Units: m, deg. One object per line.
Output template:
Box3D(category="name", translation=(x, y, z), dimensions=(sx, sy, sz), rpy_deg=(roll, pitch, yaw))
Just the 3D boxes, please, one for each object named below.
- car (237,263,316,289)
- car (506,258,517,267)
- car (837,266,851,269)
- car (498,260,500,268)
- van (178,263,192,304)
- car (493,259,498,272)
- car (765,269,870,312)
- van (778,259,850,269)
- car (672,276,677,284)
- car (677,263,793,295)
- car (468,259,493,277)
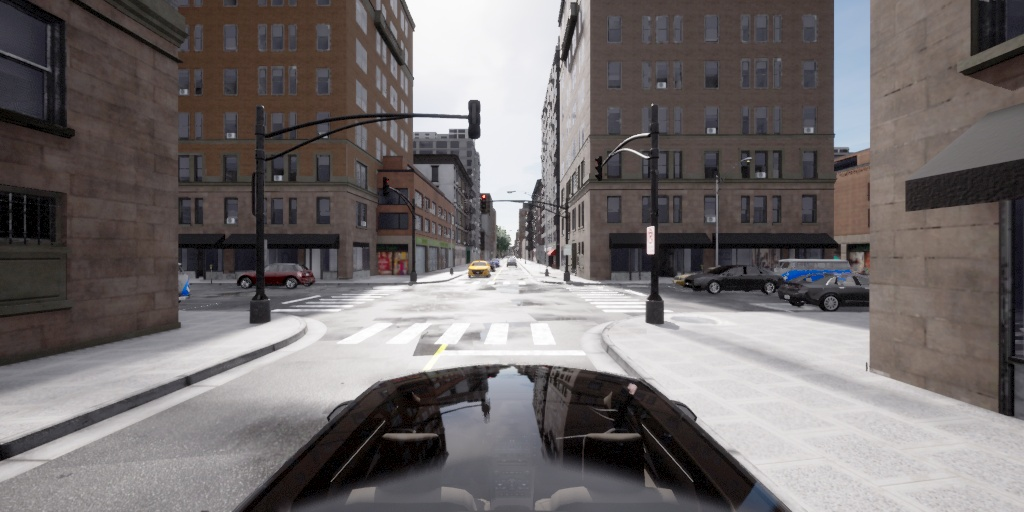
Box3D(category="car", translation=(-14.617, 1.172, 22.230), dimensions=(4.097, 1.591, 1.967), rpy_deg=(0, 0, 1))
Box3D(category="car", translation=(-0.044, 1.260, 63.714), dimensions=(2.033, 1.411, 5.357), rpy_deg=(0, 0, 0))
Box3D(category="car", translation=(17.870, 1.315, 16.280), dimensions=(4.181, 1.385, 1.994), rpy_deg=(0, 0, 2))
Box3D(category="car", translation=(-3.109, 1.193, 61.341), dimensions=(1.882, 1.535, 5.008), rpy_deg=(0, 0, 0))
Box3D(category="van", translation=(-14.682, 1.089, 13.704), dimensions=(3.998, 1.789, 1.690), rpy_deg=(0, 0, 1))
Box3D(category="car", translation=(-3.133, 1.333, 46.028), dimensions=(1.895, 1.301, 4.718), rpy_deg=(0, 0, 0))
Box3D(category="car", translation=(12.513, 1.305, 13.441), dimensions=(4.403, 1.370, 2.007), rpy_deg=(0, 0, 1))
Box3D(category="van", translation=(18.247, 1.081, 21.911), dimensions=(3.998, 1.789, 1.690), rpy_deg=(0, 0, 1))
Box3D(category="car", translation=(12.408, 1.264, 21.968), dimensions=(4.829, 1.417, 1.751), rpy_deg=(0, 0, 1))
Box3D(category="car", translation=(11.916, 1.248, 19.416), dimensions=(4.892, 1.490, 1.837), rpy_deg=(0, 0, -1))
Box3D(category="car", translation=(-3.123, 1.218, 34.780), dimensions=(1.882, 1.535, 5.008), rpy_deg=(0, 0, -1))
